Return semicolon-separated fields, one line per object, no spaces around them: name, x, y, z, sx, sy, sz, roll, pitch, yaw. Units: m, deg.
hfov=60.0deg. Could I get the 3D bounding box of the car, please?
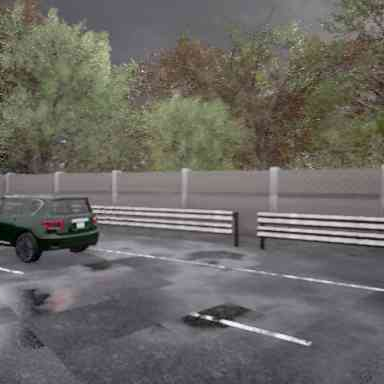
car;-5.762;1.090;11.519;5.566;2.045;2.150;1;1;29
